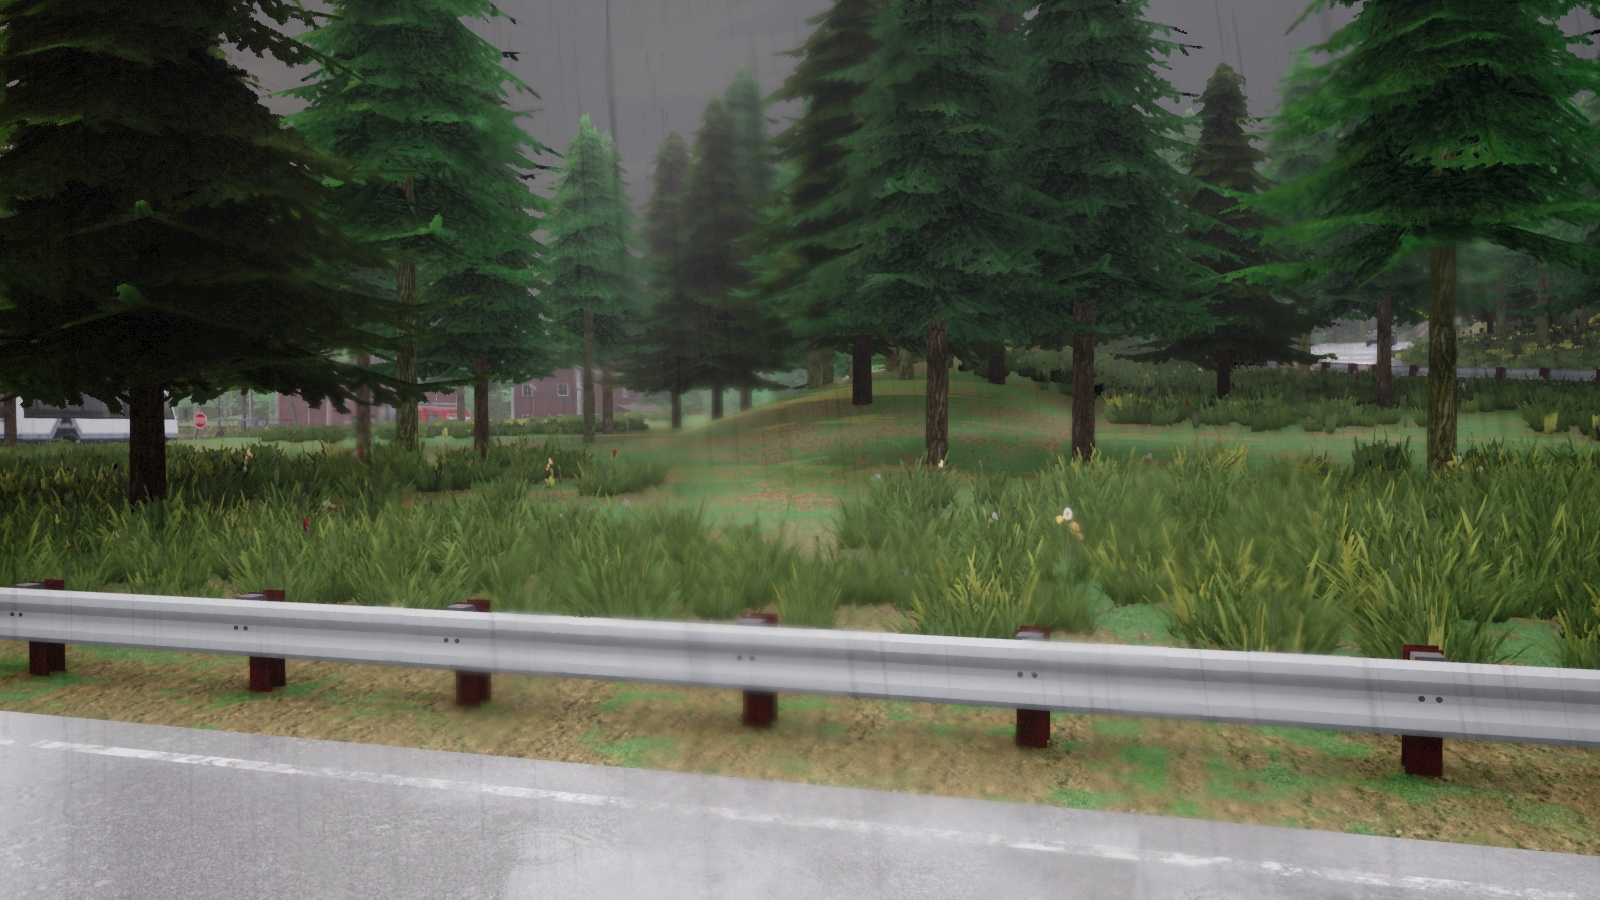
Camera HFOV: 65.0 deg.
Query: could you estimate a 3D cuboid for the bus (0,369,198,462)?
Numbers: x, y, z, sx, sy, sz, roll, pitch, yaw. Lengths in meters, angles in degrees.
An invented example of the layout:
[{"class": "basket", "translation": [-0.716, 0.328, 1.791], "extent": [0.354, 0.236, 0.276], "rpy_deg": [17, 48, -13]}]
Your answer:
[{"class": "bus", "translation": [-35.726, -1.667, 63.051], "extent": [3.944, 4.253, 10.273], "rpy_deg": [1, 1, 17]}]
